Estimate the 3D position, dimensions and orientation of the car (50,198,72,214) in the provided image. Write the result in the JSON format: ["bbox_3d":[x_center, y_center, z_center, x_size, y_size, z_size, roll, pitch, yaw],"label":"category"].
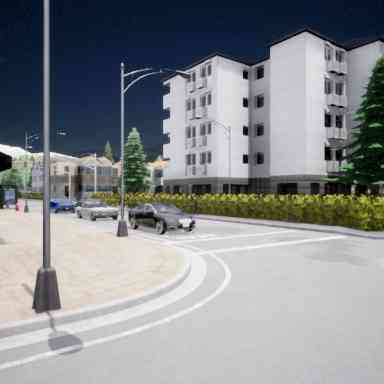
[{"bbox_3d":[-13.293,1.302,33.544,1.882,1.535,5.008,0,0,-36],"label":"car"}]

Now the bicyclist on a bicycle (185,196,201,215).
[{"bbox_3d":[0.112,1.126,27.923,1.656,1.620,0.582,0,0,-36],"label":"bicyclist on a bicycle"}]

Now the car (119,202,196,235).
[{"bbox_3d":[-1.733,1.316,17.808,2.128,1.511,4.902,0,0,-36],"label":"car"}]

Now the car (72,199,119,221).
[{"bbox_3d":[-7.261,1.426,25.321,1.895,1.301,4.718,0,0,-36],"label":"car"}]
